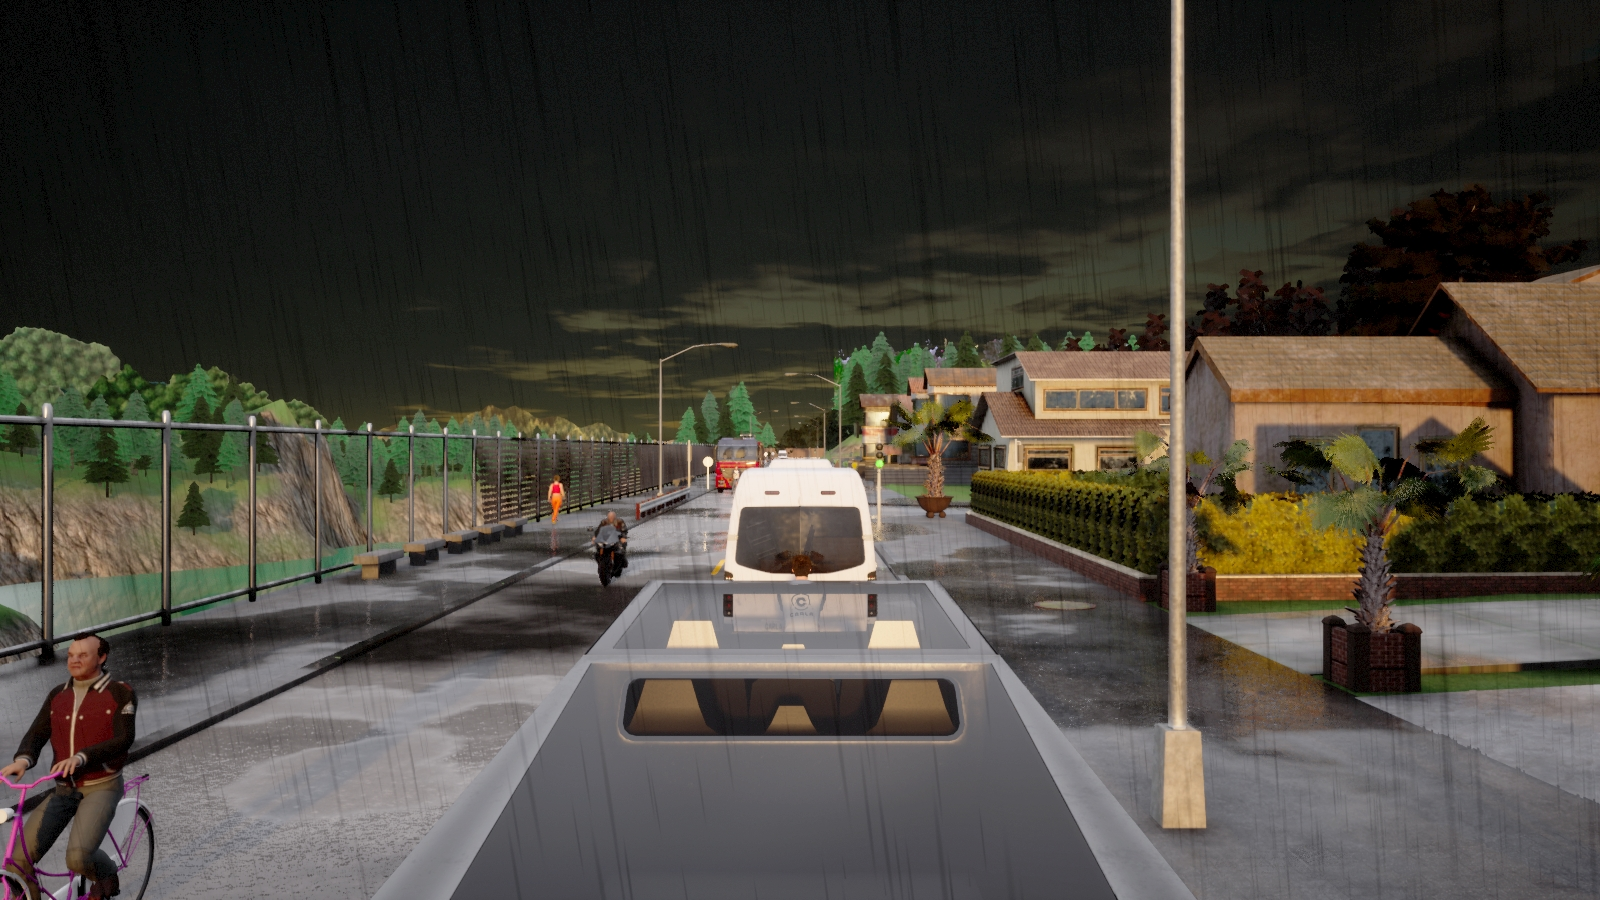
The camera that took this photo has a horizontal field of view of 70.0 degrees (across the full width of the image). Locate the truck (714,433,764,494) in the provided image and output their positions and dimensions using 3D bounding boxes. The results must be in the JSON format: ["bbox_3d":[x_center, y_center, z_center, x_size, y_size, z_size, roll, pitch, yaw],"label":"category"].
[{"bbox_3d":[-3.968,0.861,76.479,2.891,3.827,8.468,0,0,0],"label":"truck"}]

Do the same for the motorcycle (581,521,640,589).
[{"bbox_3d":[-3.991,2.195,24.244,0.867,1.251,2.209,0,0,0],"label":"motorcycle"}]

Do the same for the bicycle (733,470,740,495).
[{"bbox_3d":[-3.969,2.028,71.192,0.373,1.496,1.643,0,0,0],"label":"bicycle"}]

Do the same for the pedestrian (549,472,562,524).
[{"bbox_3d":[-8.796,1.728,41.126,0.375,1.860,0.375,0,0,1],"label":"pedestrian"}]

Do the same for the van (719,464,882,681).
[{"bbox_3d":[0.009,1.527,16.861,1.988,2.561,5.915,0,0,0],"label":"van"}]

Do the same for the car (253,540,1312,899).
[{"bbox_3d":[-0.034,1.751,5.716,2.390,2.098,6.274,0,0,0],"label":"car"}]

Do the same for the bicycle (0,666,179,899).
[{"bbox_3d":[-3.984,2.057,6.099,0.329,1.471,1.835,0,0,0],"label":"bicycle"}]
